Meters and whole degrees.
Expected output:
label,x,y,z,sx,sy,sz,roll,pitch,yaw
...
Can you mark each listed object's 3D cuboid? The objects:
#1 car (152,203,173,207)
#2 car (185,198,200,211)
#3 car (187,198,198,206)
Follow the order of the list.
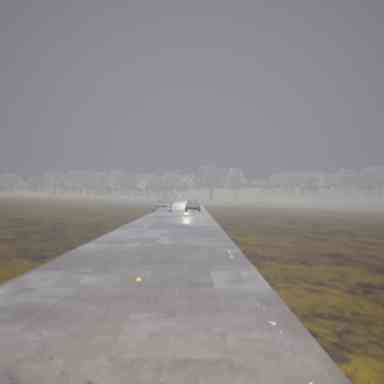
label,x,y,z,sx,sy,sz,roll,pitch,yaw
car,-2.752,1.238,32.200,2.033,1.411,5.357,0,0,0
car,0.097,1.724,43.781,1.994,1.385,4.181,0,0,0
car,0.097,1.871,61.710,2.033,1.411,5.357,0,-1,0
